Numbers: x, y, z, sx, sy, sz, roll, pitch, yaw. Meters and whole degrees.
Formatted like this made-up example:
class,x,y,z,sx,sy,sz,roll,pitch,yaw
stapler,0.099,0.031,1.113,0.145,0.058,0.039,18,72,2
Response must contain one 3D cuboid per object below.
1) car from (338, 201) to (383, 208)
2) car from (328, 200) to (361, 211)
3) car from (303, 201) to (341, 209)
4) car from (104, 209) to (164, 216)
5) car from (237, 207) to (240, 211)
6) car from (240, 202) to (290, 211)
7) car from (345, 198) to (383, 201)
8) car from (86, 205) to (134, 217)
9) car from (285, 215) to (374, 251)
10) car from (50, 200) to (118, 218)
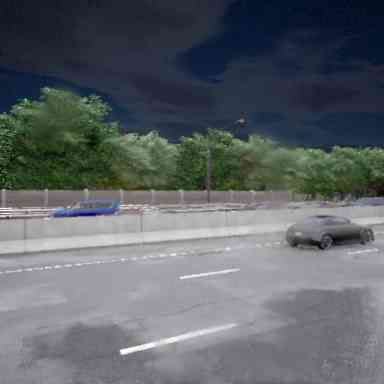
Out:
class,x,y,z,sx,sy,sz,roll,pitch,yaw
car,17.112,1.896,33.256,4.181,1.385,1.994,0,-1,-29
car,22.079,1.961,48.114,4.674,1.442,1.812,0,-1,-30
car,13.483,1.945,35.234,5.357,1.411,2.033,0,-1,-29
car,-3.032,1.963,21.923,4.718,1.301,1.895,0,-1,-29
car,7.631,2.031,39.988,4.892,1.490,1.837,0,-1,-29
car,8.335,2.012,36.372,5.357,1.411,2.033,0,-1,-29
car,23.864,1.784,45.106,5.566,2.045,2.150,0,-1,-30
car,-5.088,1.951,24.780,4.674,1.442,1.812,0,-1,-29
car,6.222,1.731,14.996,4.181,1.385,1.994,0,-1,-30
car,-8.507,1.711,26.877,5.566,2.045,2.150,0,-1,-29
